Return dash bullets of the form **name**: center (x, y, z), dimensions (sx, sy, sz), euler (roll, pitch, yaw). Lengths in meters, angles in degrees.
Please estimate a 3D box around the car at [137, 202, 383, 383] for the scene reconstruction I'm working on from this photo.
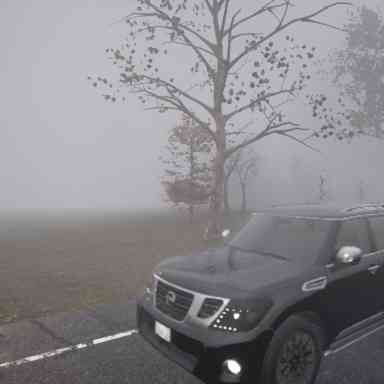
- **car**: center (1.915, 1.222, 5.370), dimensions (5.566, 2.045, 2.150), euler (0, 0, -36)
